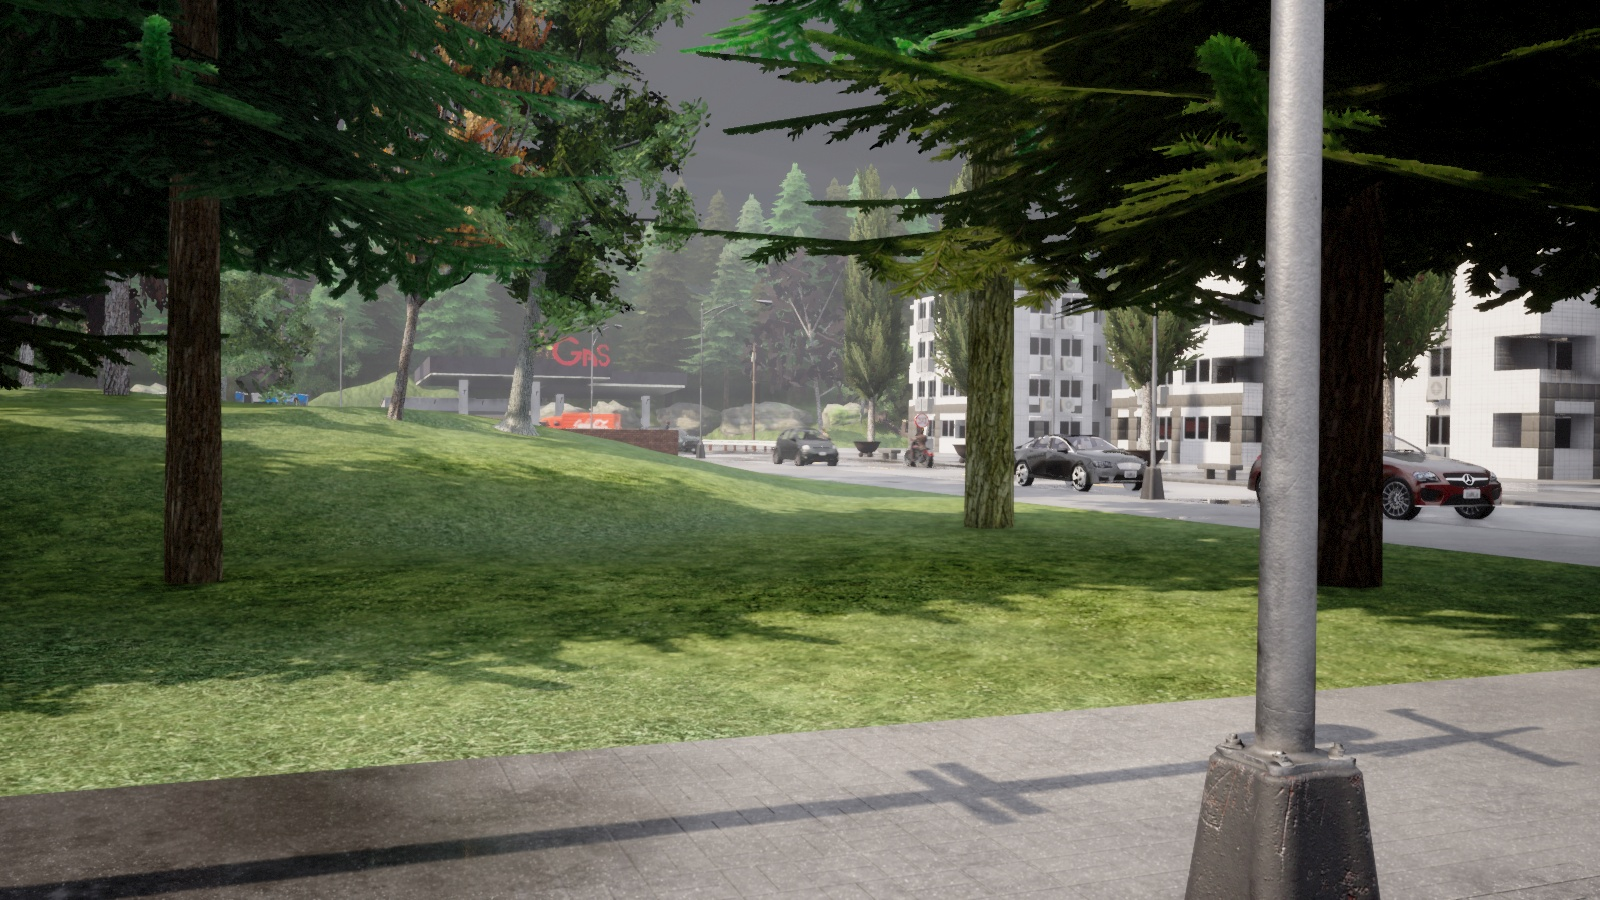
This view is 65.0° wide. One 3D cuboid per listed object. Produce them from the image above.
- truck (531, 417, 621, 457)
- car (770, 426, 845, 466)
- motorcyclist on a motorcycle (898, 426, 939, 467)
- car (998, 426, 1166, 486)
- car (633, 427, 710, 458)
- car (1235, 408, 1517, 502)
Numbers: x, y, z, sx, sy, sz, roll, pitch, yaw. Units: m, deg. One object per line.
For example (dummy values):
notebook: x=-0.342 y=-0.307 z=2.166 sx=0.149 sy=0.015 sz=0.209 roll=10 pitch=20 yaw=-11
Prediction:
truck: x=-14.410 y=-0.850 z=81.043 sx=5.204 sy=2.467 sz=2.627 roll=-1 pitch=0 yaw=4
car: x=0.277 y=-0.182 z=53.816 sx=1.851 sy=1.617 sz=3.988 roll=-1 pitch=1 yaw=-21
motorcyclist on a motorcycle: x=4.961 y=-0.163 z=52.750 sx=0.766 sy=1.649 sz=2.350 roll=-1 pitch=1 yaw=-21
car: x=7.614 y=0.111 z=34.497 sx=2.128 sy=1.511 sz=4.902 roll=-1 pitch=1 yaw=-21
car: x=-7.519 y=-0.452 z=73.161 sx=2.097 sy=1.767 sz=4.553 roll=-2 pitch=1 yaw=-43
car: x=11.236 y=0.049 z=24.984 sx=2.152 sy=1.651 sz=5.027 roll=-1 pitch=1 yaw=-21
